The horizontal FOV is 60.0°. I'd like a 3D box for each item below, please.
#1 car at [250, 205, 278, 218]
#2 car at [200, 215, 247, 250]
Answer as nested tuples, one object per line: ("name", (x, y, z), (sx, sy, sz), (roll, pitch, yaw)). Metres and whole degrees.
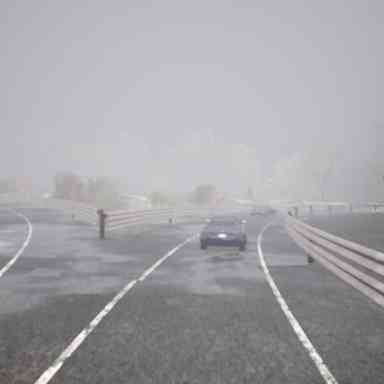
("car", (8.220, 2.138, 37.804), (2.033, 1.411, 5.357), (1, -1, 30))
("car", (1.574, 1.793, 15.679), (1.994, 1.385, 4.181), (1, 0, 9))
